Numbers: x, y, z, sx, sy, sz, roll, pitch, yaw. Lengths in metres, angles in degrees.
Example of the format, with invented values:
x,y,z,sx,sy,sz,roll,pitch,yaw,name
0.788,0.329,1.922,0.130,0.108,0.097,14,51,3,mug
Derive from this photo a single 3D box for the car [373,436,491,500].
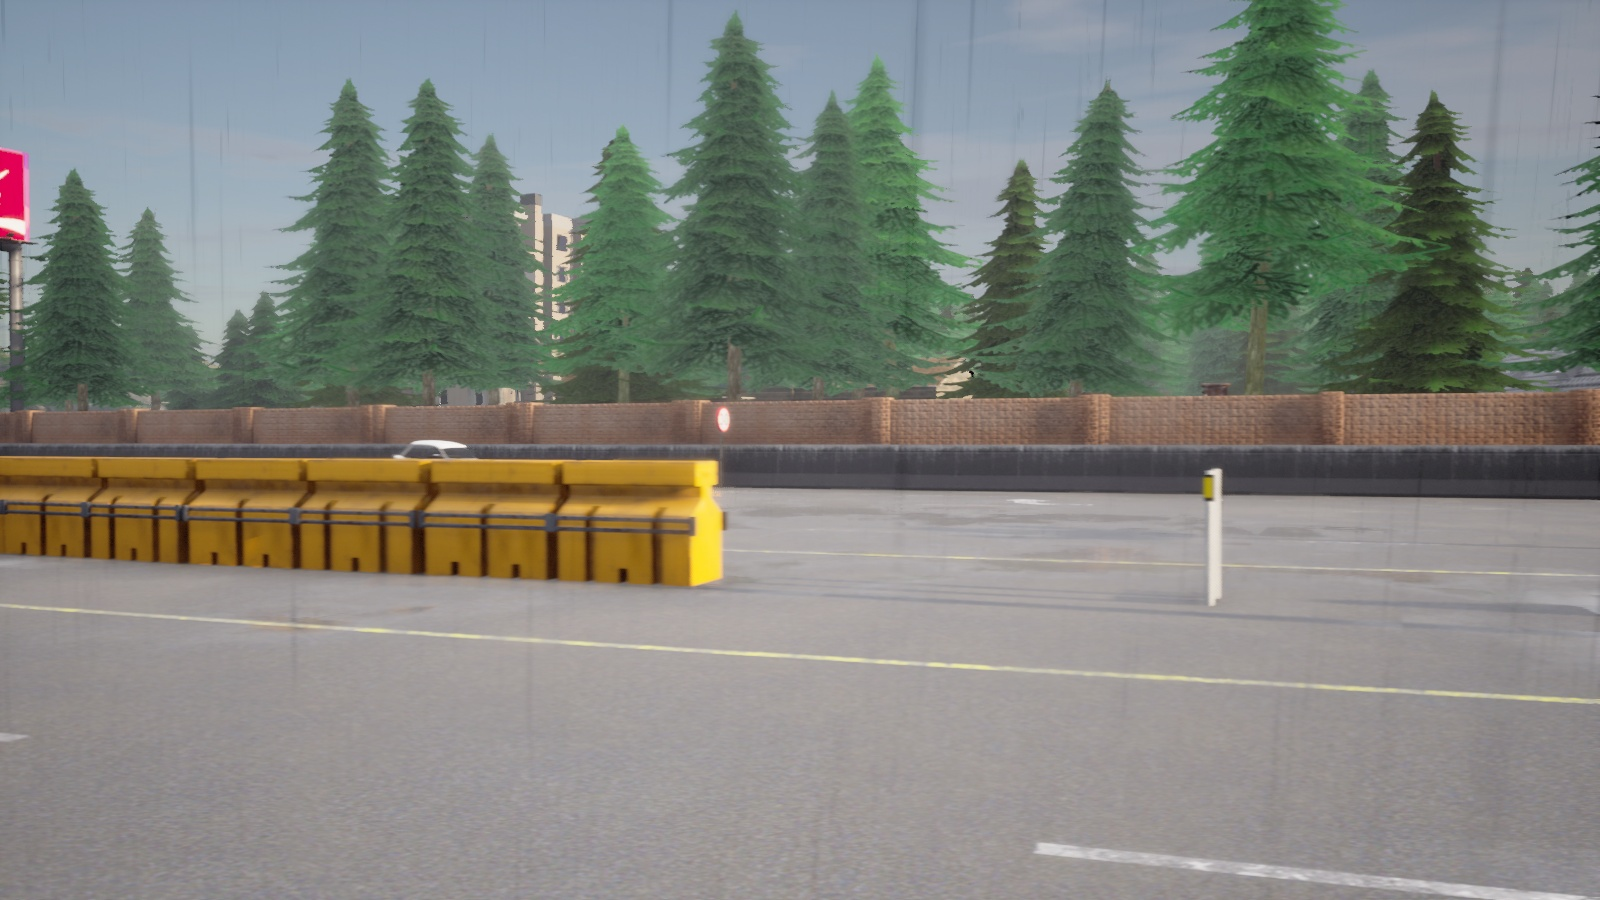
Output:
x,y,z,sx,sy,sz,roll,pitch,yaw,name
-8.546,0.390,29.196,2.207,1.376,1.481,1,1,24,car
